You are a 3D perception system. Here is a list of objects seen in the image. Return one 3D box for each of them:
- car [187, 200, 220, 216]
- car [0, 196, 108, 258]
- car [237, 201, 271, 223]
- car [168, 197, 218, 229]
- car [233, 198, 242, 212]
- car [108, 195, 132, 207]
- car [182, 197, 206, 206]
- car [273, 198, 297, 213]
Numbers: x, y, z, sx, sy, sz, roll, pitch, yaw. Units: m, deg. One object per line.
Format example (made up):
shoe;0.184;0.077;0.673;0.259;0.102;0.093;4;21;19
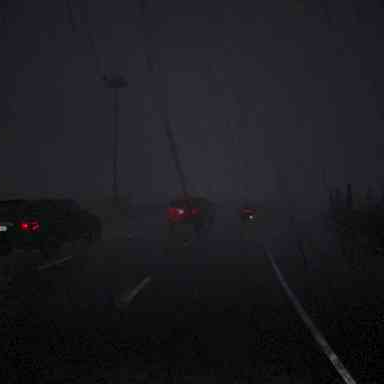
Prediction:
car;1.338;1.659;36.375;1.882;1.535;5.008;0;0;24
car;-5.618;1.276;13.299;2.150;2.045;5.566;0;0;9
car;5.232;1.649;27.193;1.837;1.490;4.892;0;0;19
car;0.070;1.334;22.814;2.150;2.045;5.566;0;0;15
car;6.690;1.771;39.438;1.994;1.385;4.181;0;0;27
car;-9.191;1.394;39.011;2.150;2.045;5.566;0;0;23
car;0.370;1.788;62.630;1.882;1.535;5.008;0;0;37
car;11.545;1.577;41.011;2.097;1.767;4.553;0;0;29
